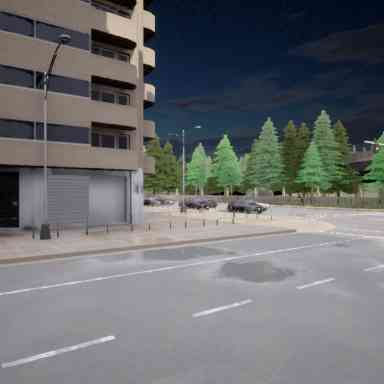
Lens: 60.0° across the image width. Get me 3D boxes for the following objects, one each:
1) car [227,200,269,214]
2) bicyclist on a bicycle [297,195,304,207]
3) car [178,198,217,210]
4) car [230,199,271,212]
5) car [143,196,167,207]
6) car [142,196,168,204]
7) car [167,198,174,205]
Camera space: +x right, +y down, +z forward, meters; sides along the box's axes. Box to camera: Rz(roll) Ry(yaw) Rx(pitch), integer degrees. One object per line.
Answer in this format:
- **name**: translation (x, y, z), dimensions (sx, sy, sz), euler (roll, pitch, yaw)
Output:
- **car**: translation (5.569, 1.508, 34.802), dimensions (1.994, 1.385, 4.181), euler (0, 0, -35)
- **bicyclist on a bicycle**: translation (15.151, 1.245, 46.458), dimensions (1.656, 1.620, 0.582), euler (0, 0, -35)
- **car**: translation (0.338, 1.492, 42.419), dimensions (2.033, 1.411, 5.357), euler (0, 0, -36)
- **car**: translation (6.805, 1.545, 39.186), dimensions (1.895, 1.301, 4.718), euler (0, 0, -35)
- **car**: translation (-6.392, 1.470, 50.612), dimensions (4.674, 1.442, 1.812), euler (0, 0, 43)
- **car**: translation (-7.154, 1.545, 64.451), dimensions (4.718, 1.301, 1.895), euler (0, 0, 31)
- **car**: translation (-5.039, 1.436, 54.094), dimensions (4.902, 1.511, 2.128), euler (0, 0, 42)
